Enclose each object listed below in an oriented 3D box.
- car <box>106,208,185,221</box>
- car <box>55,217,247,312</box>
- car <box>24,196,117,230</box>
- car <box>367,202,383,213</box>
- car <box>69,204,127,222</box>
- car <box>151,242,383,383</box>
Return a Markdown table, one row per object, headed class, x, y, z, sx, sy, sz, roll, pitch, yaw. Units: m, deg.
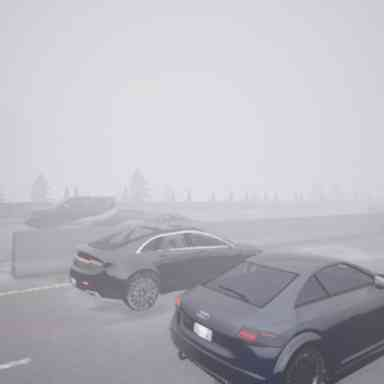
| class | x | y | z | sx | sy | sz | roll | pitch | yaw |
| --- | --- | --- | --- | --- | --- | --- | --- | --- | --- |
| car | -1.587 | 1.641 | 15.753 | 4.181 | 1.385 | 1.994 | 1 | 0 | -35 |
| car | -0.313 | 1.528 | 7.819 | 4.902 | 1.511 | 2.128 | 1 | 0 | -35 |
| car | -7.171 | 1.278 | 20.370 | 5.566 | 2.045 | 2.150 | 1 | 0 | -35 |
| car | 24.867 | 2.034 | 43.307 | 5.357 | 1.411 | 2.033 | 1 | 0 | -37 |
| car | -3.970 | 1.598 | 18.342 | 4.674 | 1.442 | 1.812 | 1 | 0 | -36 |
| car | 1.755 | 1.601 | 4.997 | 4.181 | 1.385 | 1.994 | 1 | 0 | -35 |
